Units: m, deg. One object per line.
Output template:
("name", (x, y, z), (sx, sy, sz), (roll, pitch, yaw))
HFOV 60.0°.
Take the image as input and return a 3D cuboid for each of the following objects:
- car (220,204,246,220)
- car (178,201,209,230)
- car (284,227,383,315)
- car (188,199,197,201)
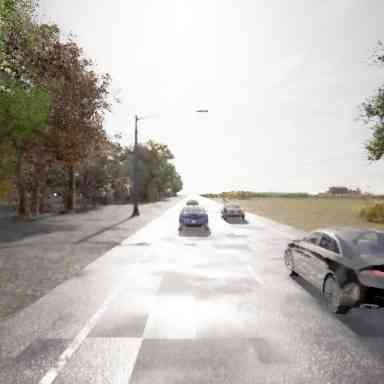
("car", (3.594, 1.743, 29.874), (2.033, 1.411, 5.357), (0, 0, 0))
("car", (0.100, 1.626, 22.300), (1.882, 1.535, 5.008), (0, 0, 0))
("car", (3.543, 1.545, 7.648), (2.128, 1.511, 4.902), (0, 0, 0))
("car", (0.098, 1.813, 48.801), (1.837, 1.490, 4.892), (0, 0, 0))
